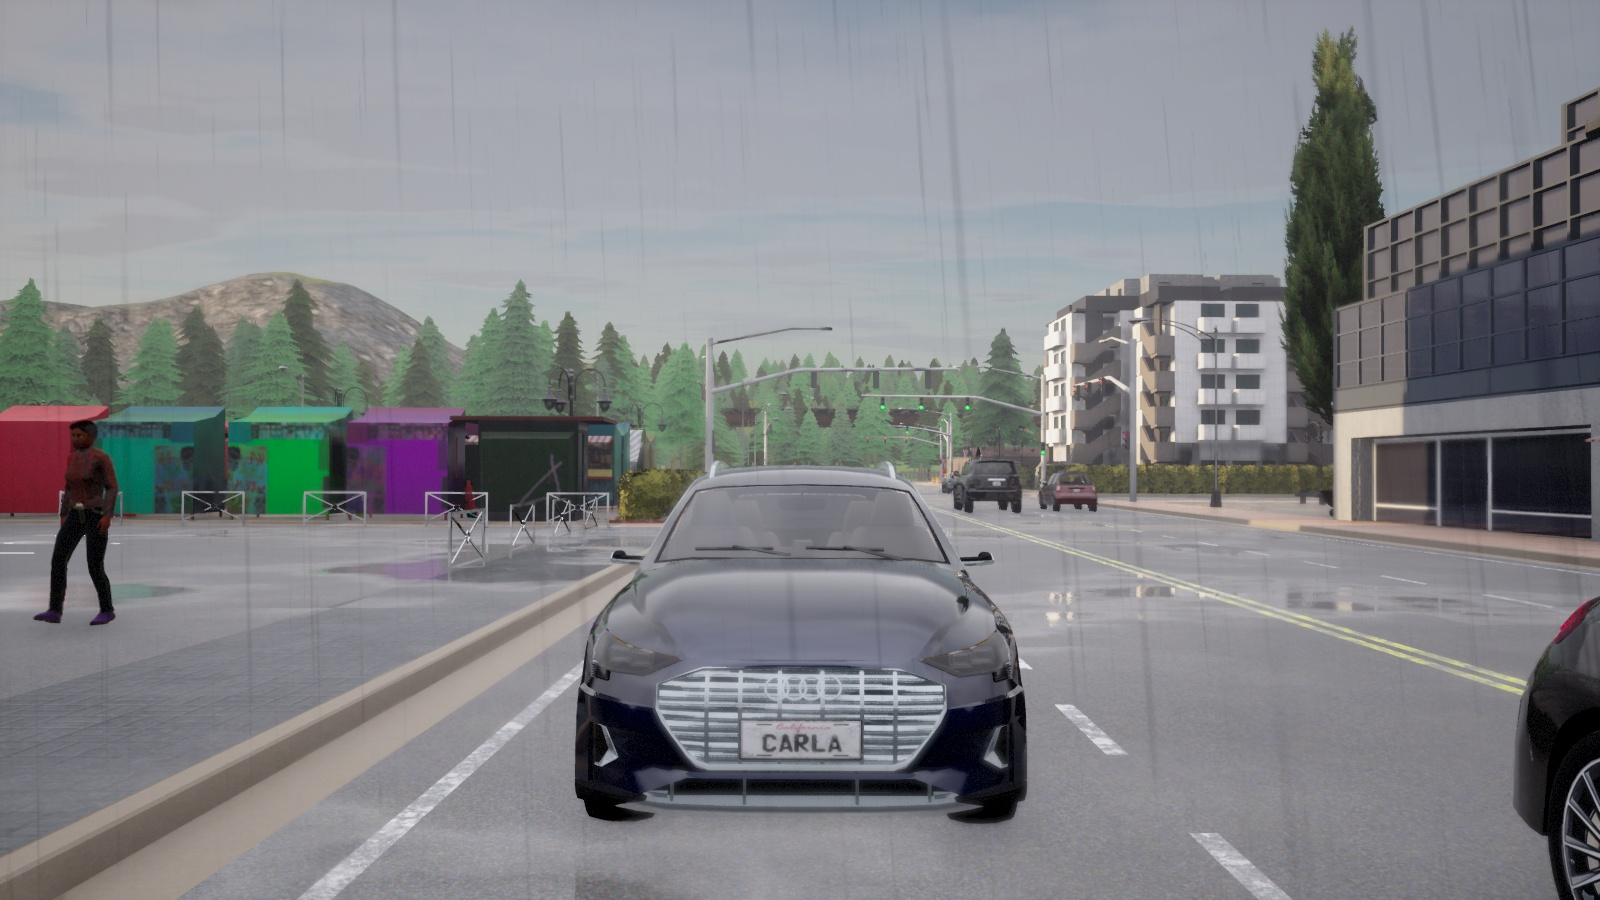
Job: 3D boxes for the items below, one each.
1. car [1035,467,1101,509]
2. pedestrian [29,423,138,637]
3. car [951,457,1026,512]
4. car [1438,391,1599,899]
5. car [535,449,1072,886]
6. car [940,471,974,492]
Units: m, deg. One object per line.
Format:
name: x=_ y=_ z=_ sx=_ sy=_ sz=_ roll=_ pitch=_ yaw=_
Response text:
car: x=10.876 y=1.527 z=51.232 sx=1.851 sy=1.617 sz=3.988 roll=0 pitch=-1 yaw=0
pedestrian: x=-6.306 y=0.683 z=11.082 sx=0.328 sy=1.805 sz=0.869 roll=0 pitch=-1 yaw=13
car: x=7.361 y=1.334 z=49.552 sx=2.150 sy=2.045 sz=5.566 roll=0 pitch=-1 yaw=0
car: x=3.494 y=0.617 z=2.241 sx=2.152 sy=1.651 sz=5.027 roll=0 pitch=-1 yaw=0
car: x=0.019 y=0.865 z=7.197 sx=2.033 sy=1.649 sz=4.856 roll=0 pitch=-1 yaw=0
car: x=11.187 y=2.235 z=89.534 sx=1.970 sy=1.475 sz=3.806 roll=0 pitch=-1 yaw=0
